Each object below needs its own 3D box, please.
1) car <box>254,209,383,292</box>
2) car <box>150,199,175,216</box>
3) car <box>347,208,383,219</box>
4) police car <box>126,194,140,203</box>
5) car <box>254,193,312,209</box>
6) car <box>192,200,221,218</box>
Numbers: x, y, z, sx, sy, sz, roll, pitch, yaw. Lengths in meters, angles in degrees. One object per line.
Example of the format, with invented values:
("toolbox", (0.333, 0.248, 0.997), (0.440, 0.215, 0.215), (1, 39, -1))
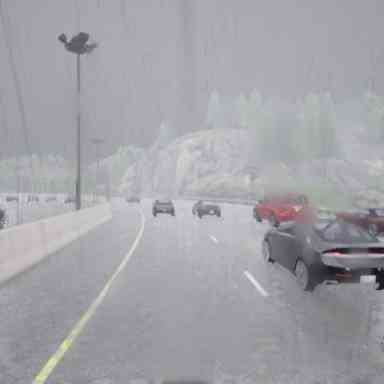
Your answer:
("car", (3.253, 1.439, 8.780), (2.128, 1.511, 4.902), (0, 0, -3))
("car", (-2.675, 1.350, 30.257), (2.128, 1.511, 4.902), (0, 0, -10))
("car", (9.611, 1.489, 17.685), (1.895, 1.301, 4.718), (0, 0, -6))
("police car", (-10.859, 1.226, 61.301), (2.038, 1.542, 4.974), (0, 1, -19))
("car", (5.701, 1.099, 21.463), (2.150, 2.045, 5.566), (0, 0, -6))
("car", (1.193, 1.378, 28.268), (1.812, 1.442, 4.674), (0, 0, -9))
